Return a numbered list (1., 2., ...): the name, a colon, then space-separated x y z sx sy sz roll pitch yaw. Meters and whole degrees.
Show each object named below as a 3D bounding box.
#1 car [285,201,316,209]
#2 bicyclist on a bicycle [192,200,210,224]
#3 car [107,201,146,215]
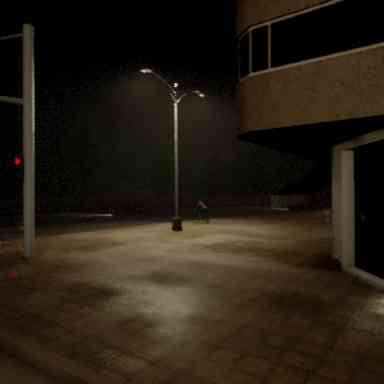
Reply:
1. car: 15.282 1.616 46.793 4.181 1.385 1.994 0 0 -9
2. bicyclist on a bicycle: 0.594 1.337 22.586 1.656 1.620 0.582 -1 -1 42
3. car: -7.080 1.704 36.225 4.181 1.385 1.994 0 0 -40
